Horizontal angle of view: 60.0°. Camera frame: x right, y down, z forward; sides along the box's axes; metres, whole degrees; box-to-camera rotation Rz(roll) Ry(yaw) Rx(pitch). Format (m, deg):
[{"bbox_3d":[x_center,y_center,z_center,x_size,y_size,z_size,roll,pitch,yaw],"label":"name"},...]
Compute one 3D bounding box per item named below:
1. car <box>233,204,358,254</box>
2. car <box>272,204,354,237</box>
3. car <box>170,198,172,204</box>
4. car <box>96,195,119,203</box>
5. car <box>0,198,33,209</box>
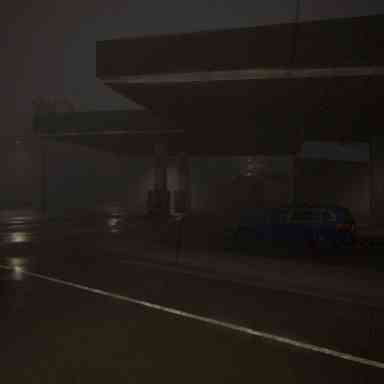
[{"bbox_3d":[3.886,1.295,12.999,4.611,1.667,2.242,0,0,35],"label":"car"},{"bbox_3d":[6.567,1.456,18.137,3.806,1.475,1.970,0,0,35],"label":"car"},{"bbox_3d":[-4.828,1.565,59.073,1.994,1.385,4.181,0,0,7],"label":"car"},{"bbox_3d":[-17.948,1.500,70.861,4.892,1.490,1.837,0,0,-42],"label":"car"},{"bbox_3d":[-24.422,1.564,46.224,1.994,1.385,4.181,0,0,35],"label":"car"}]
